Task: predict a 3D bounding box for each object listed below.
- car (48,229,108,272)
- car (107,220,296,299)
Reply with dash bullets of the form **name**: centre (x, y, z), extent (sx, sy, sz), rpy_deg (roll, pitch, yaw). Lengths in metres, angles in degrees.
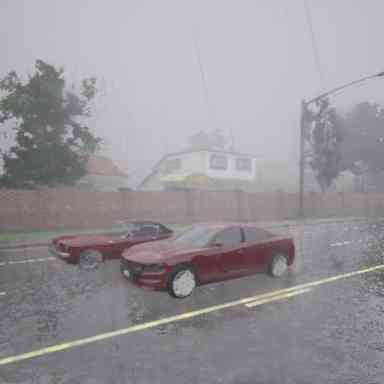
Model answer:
- **car**: centre (-2.144, 1.640, 11.065), extent (4.718, 1.301, 1.895), rpy_deg (1, 0, -36)
- **car**: centre (0.608, 1.525, 8.731), extent (5.008, 1.535, 1.882), rpy_deg (1, 0, -36)
